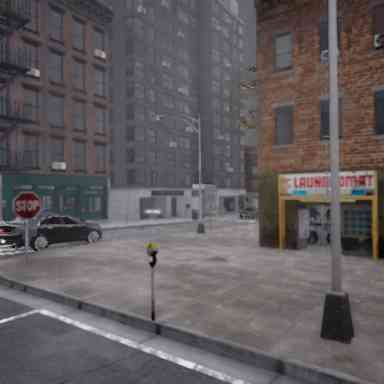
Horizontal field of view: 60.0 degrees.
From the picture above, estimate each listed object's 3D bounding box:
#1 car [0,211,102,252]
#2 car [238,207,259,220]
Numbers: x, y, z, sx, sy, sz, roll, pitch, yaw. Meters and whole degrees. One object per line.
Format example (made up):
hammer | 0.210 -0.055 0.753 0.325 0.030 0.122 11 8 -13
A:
car | -6.357 1.801 15.514 1.837 1.490 4.892 -2 -3 31
car | 7.309 2.548 39.950 1.837 1.490 4.892 -1 -2 36
